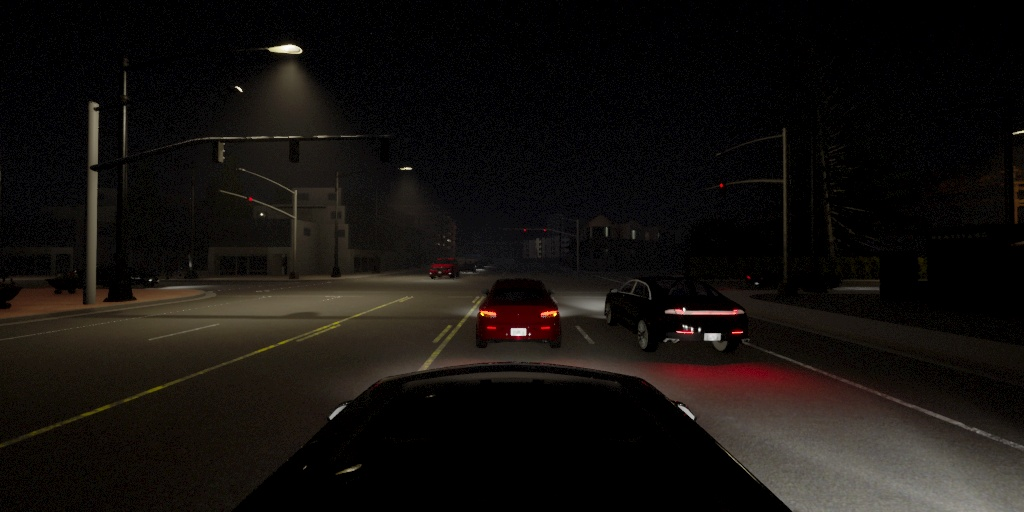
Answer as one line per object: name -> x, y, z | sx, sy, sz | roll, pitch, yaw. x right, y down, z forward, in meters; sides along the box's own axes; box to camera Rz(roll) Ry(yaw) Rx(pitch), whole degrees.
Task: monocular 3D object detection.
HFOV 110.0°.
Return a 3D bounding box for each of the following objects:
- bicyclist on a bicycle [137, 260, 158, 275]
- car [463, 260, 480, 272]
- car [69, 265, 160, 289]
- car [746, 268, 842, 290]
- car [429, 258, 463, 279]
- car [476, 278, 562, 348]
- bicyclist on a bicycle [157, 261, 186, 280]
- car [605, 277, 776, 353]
bicyclist on a bicycle -> -31.178, 1.130, 31.284 | 1.656, 1.620, 0.582 | 25, 1, -25
car -> -6.430, 1.683, 53.290 | 2.033, 1.411, 5.357 | 0, 0, 1
car -> -25.852, 1.329, 23.285 | 4.892, 1.490, 1.837 | 0, -1, 1
car -> 17.507, 1.421, 22.373 | 4.718, 1.301, 1.895 | 0, -1, 1
car -> -6.660, 1.213, 36.036 | 2.150, 2.045, 5.566 | 0, -1, 1
car -> 0.166, 1.287, 9.128 | 1.812, 1.442, 4.674 | 0, 0, 1
bicyclist on a bicycle -> -29.282, 1.228, 31.021 | 1.656, 1.620, 0.582 | 1, -1, -22
car -> 3.657, 1.249, 8.882 | 2.128, 1.511, 4.902 | 0, 0, 1
